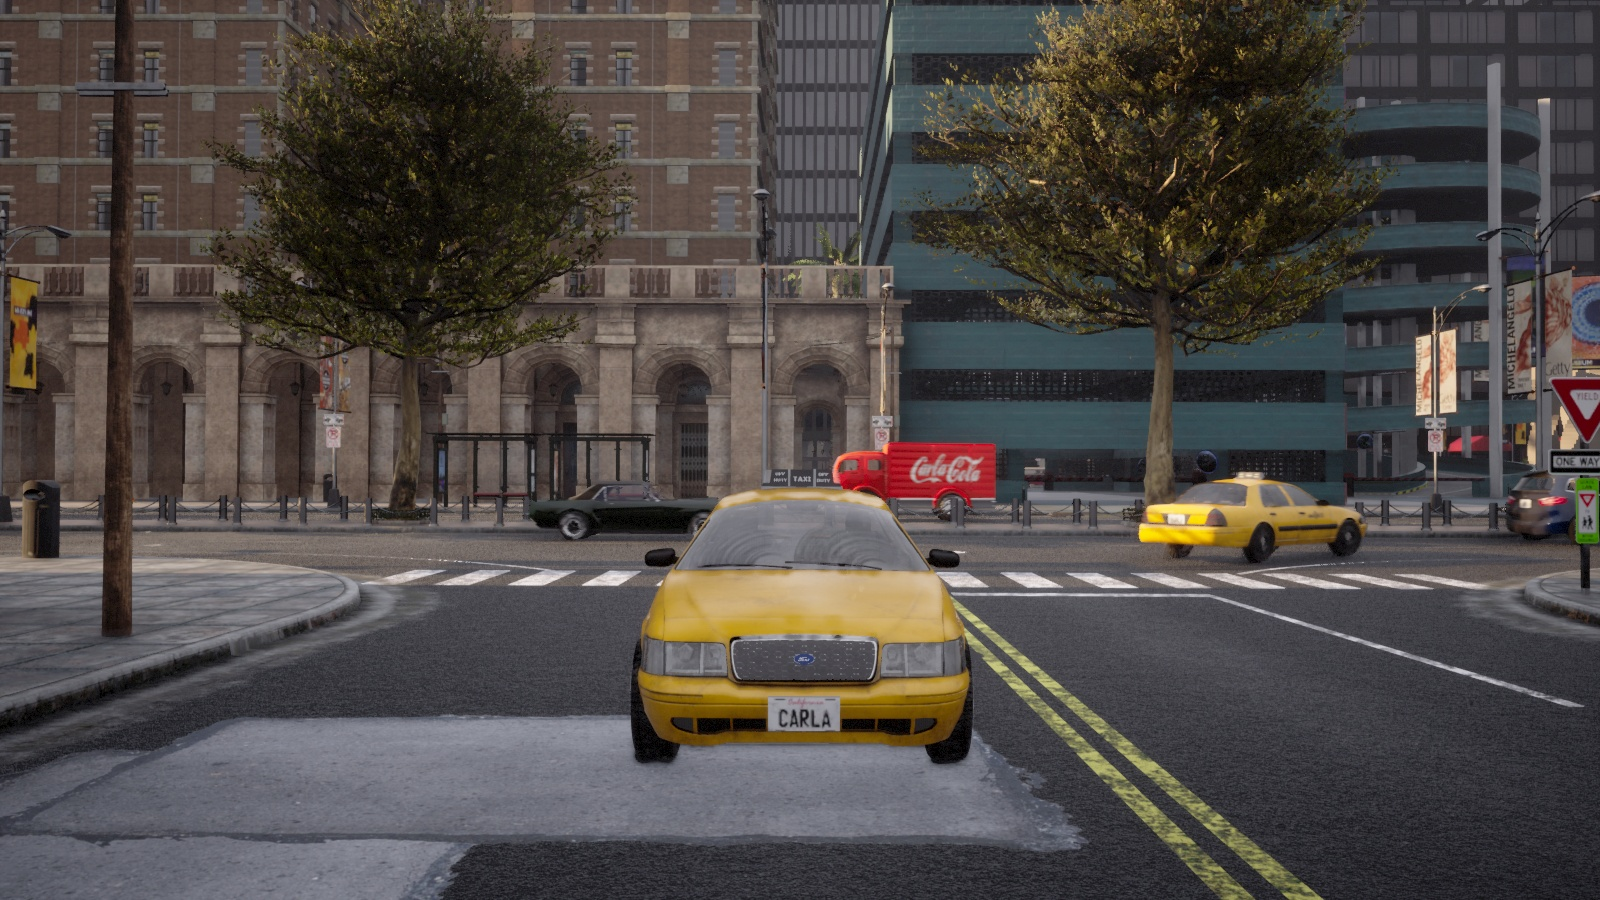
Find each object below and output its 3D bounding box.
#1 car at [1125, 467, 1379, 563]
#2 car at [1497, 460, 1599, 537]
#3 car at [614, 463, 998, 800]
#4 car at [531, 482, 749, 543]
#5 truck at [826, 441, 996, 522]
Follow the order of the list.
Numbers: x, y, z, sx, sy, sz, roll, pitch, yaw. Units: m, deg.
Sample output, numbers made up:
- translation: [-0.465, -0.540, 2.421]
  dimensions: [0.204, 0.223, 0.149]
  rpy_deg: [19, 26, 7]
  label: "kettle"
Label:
- translation: [8.371, 1.106, 23.008]
  dimensions: [5.366, 1.575, 1.801]
  rpy_deg: [1, -1, -38]
  label: "car"
- translation: [18.645, 1.058, 28.288]
  dimensions: [4.611, 1.667, 2.242]
  rpy_deg: [0, -1, 1]
  label: "car"
- translation: [0.017, 0.898, 8.599]
  dimensions: [1.801, 1.575, 5.366]
  rpy_deg: [0, -1, 0]
  label: "car"
- translation: [-3.566, 1.408, 28.590]
  dimensions: [4.718, 1.301, 1.895]
  rpy_deg: [0, -1, 1]
  label: "car"
- translation: [3.432, 0.984, 40.003]
  dimensions: [5.204, 2.467, 2.627]
  rpy_deg: [0, -1, 1]
  label: "truck"
